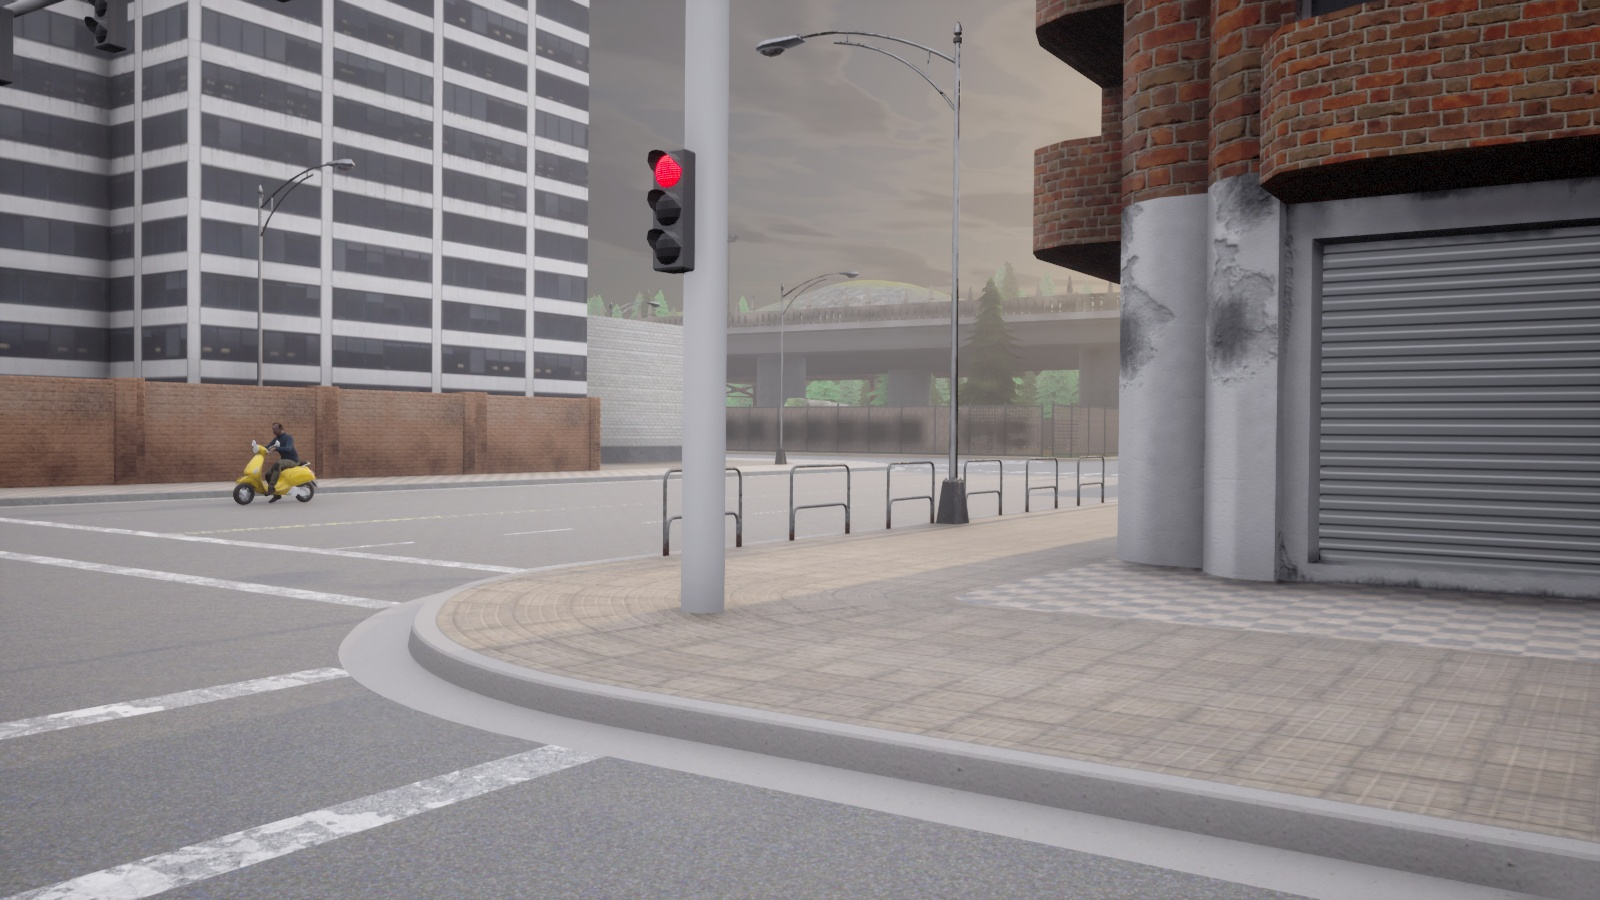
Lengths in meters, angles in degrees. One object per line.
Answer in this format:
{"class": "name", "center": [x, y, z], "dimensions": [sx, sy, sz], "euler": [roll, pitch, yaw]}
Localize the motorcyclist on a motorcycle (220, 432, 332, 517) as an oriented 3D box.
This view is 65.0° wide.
{"class": "motorcyclist on a motorcycle", "center": [-10.190, 0.442, 24.478], "dimensions": [0.866, 1.590, 1.817], "euler": [0, 1, 33]}
